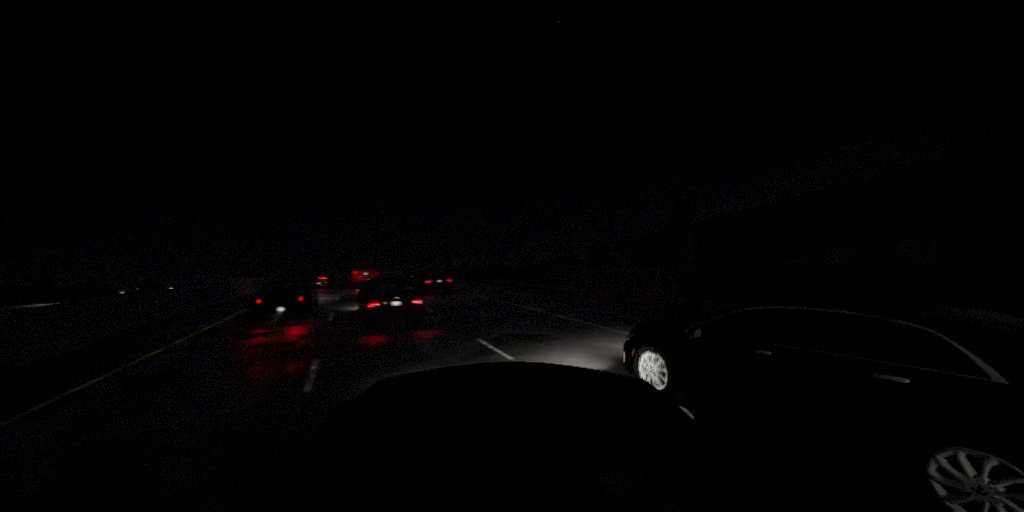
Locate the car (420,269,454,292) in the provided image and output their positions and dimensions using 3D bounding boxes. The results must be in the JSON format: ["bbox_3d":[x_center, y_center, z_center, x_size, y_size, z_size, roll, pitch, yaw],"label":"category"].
[{"bbox_3d":[-5.224,1.539,22.962,2.033,1.411,5.357,-1,0,-24],"label":"car"}]

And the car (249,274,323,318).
[{"bbox_3d":[-9.274,1.651,14.963,1.895,1.301,4.718,-1,0,-24],"label":"car"}]

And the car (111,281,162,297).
[{"bbox_3d":[-31.975,2.872,30.745,2.128,1.511,4.902,-1,-5,-24],"label":"car"}]

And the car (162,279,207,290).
[{"bbox_3d":[-28.767,2.808,32.142,1.837,1.490,4.892,-1,-5,-24],"label":"car"}]

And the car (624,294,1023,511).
[{"bbox_3d":[3.381,1.181,4.034,1.837,1.490,4.892,-1,-1,-24],"label":"car"}]

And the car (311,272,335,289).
[{"bbox_3d":[-16.735,2.140,31.383,1.837,1.490,4.892,-1,-3,-24],"label":"car"}]

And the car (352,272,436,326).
[{"bbox_3d":[-4.407,1.464,12.711,2.033,1.411,5.357,-1,0,-24],"label":"car"}]

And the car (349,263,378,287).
[{"bbox_3d":[-13.041,1.706,31.695,2.150,2.045,5.566,-1,-3,-24],"label":"car"}]
